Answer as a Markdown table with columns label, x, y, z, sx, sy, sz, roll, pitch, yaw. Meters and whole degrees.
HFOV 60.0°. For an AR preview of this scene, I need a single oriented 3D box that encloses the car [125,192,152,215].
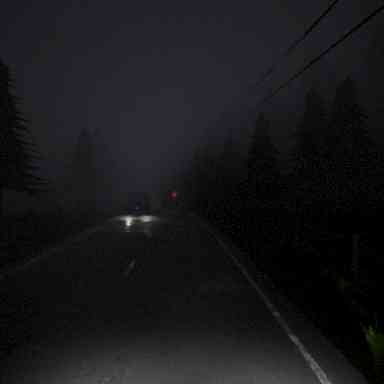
| label | x | y | z | sx | sy | sz | roll | pitch | yaw |
| --- | --- | --- | --- | --- | --- | --- | --- | --- | --- |
| car | -5.068 | 1.020 | 31.699 | 2.150 | 2.045 | 5.566 | 0 | 0 | -6 |

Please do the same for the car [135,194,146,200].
| label | x | y | z | sx | sy | sz | roll | pitch | yaw |
| --- | --- | --- | --- | --- | --- | --- | --- | --- | --- |
| car | -11.435 | 1.039 | 73.655 | 1.895 | 1.301 | 4.718 | 0 | 0 | -13 |

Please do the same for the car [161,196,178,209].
| label | x | y | z | sx | sy | sz | roll | pitch | yaw |
| --- | --- | --- | --- | --- | --- | --- | --- | --- | --- |
| car | -2.770 | 1.229 | 40.885 | 2.128 | 1.511 | 4.902 | 0 | 0 | -8 |
